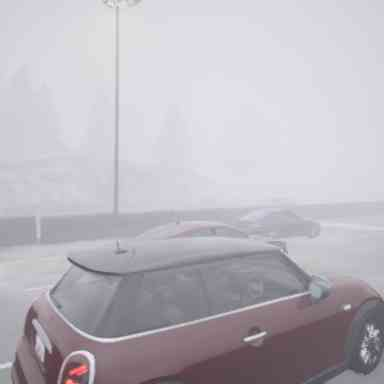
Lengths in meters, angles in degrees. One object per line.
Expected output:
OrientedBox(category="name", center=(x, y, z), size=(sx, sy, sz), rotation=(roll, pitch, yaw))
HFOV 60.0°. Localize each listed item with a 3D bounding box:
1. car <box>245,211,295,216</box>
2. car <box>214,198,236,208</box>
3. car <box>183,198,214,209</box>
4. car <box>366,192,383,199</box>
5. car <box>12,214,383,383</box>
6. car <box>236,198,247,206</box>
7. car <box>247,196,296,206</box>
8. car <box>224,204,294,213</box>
OrientedBox(category="car", center=(0.357, 1.462, 8.310), size=(5.008, 1.535, 1.882), rotation=(-1, 0, -35))
OrientedBox(category="car", center=(4.974, 1.394, 37.614), size=(4.181, 1.385, 1.994), rotation=(-1, 1, -35))
OrientedBox(category="car", center=(1.515, 1.396, 39.452), size=(5.357, 1.411, 2.033), rotation=(-1, 0, -35))
OrientedBox(category="car", center=(35.434, 0.621, 63.505), size=(5.357, 1.411, 2.033), rotation=(-2, 1, -35))
OrientedBox(category="car", center=(0.437, 1.345, 4.078), size=(4.553, 1.767, 2.097), rotation=(0, 0, -35))
OrientedBox(category="car", center=(7.054, 1.393, 34.800), size=(4.181, 1.385, 1.994), rotation=(-1, 1, -35))
OrientedBox(category="car", center=(7.696, 1.199, 30.961), size=(4.553, 1.767, 2.097), rotation=(-1, 0, -35))
OrientedBox(category="car", center=(3.864, 1.477, 15.114), size=(4.674, 1.442, 1.812), rotation=(0, 0, -36))
